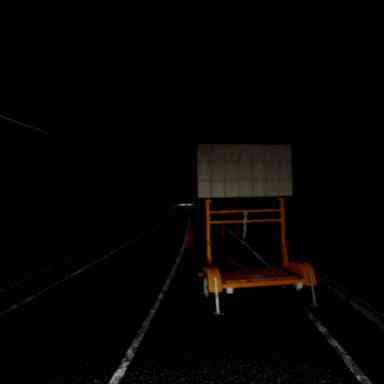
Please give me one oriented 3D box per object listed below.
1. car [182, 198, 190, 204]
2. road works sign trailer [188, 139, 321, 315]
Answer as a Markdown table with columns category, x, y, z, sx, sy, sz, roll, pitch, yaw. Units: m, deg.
| category | x | y | z | sx | sy | sz | roll | pitch | yaw |
| --- | --- | --- | --- | --- | --- | --- | --- | --- | --- |
| car | -1.541 | 2.398 | 88.586 | 1.812 | 1.442 | 4.674 | -1 | 1 | 0 |
| road works sign trailer | 1.231 | 0.563 | 7.924 | 2.380 | 3.560 | 2.880 | -1 | -1 | -9 |
